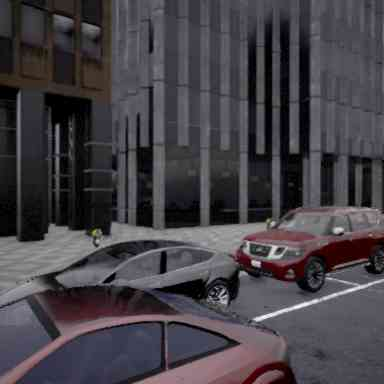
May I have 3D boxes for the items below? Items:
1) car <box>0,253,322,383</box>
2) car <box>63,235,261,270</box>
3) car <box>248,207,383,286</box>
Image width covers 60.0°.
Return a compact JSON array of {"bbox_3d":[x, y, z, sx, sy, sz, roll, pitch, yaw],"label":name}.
[{"bbox_3d":[-1.074,1.566,2.612,4.181,1.385,1.994,0,0,-35],"label":"car"},{"bbox_3d":[-1.050,1.578,5.901,4.313,1.339,1.947,0,0,-35],"label":"car"},{"bbox_3d":[3.539,1.355,9.174,5.009,1.841,2.192,0,0,-35],"label":"car"}]
